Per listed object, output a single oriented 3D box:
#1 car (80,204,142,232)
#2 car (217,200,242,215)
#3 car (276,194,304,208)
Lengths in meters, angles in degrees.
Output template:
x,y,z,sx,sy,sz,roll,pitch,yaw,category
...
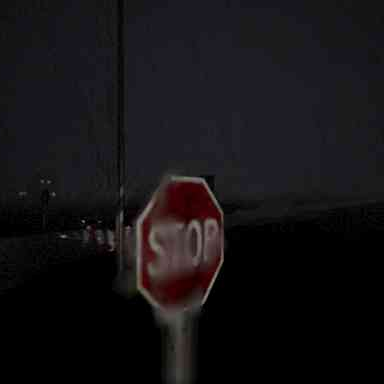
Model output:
x,y,z,sx,sy,sz,roll,pitch,yaw,category
-3.803,1.422,19.465,2.033,1.411,5.357,0,1,36,car
2.256,1.349,27.605,1.895,1.301,4.718,0,1,38,car
11.541,1.051,39.060,2.128,1.511,4.902,0,1,40,car
